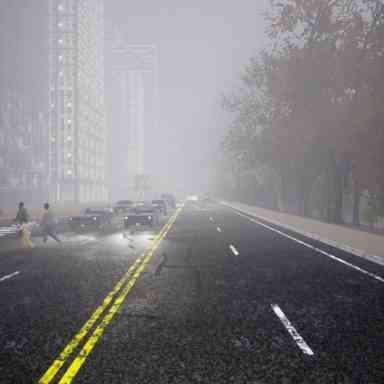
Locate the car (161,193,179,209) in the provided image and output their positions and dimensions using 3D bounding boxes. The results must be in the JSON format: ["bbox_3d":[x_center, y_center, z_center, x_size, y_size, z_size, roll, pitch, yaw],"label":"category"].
[{"bbox_3d":[-3.352,1.225,45.692,2.150,2.045,5.566,0,0,0],"label":"car"}]

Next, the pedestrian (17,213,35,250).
[{"bbox_3d":[-6.417,1.573,12.948,0.375,1.300,0.375,0,0,0],"label":"pedestrian"}]

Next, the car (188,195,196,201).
[{"bbox_3d":[-0.005,1.433,80.124,2.033,1.411,5.357,0,0,0],"label":"car"}]

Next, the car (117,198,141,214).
[{"bbox_3d":[-6.604,1.511,32.896,1.837,1.490,4.892,0,0,0],"label":"car"}]

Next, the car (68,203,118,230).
[{"bbox_3d":[-6.622,1.689,22.359,1.895,1.301,4.718,-1,0,0],"label":"car"}]

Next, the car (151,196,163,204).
[{"bbox_3d":[-6.561,1.533,62.478,1.812,1.442,4.674,0,0,0],"label":"car"}]

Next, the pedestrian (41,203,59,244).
[{"bbox_3d":[-6.090,1.308,14.234,0.375,1.860,0.375,0,0,0],"label":"pedestrian"}]

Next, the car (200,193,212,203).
[{"bbox_3d":[3.244,1.526,69.730,2.128,1.511,4.902,0,0,0],"label":"car"}]

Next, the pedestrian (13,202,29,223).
[{"bbox_3d":[-6.902,1.293,13.571,0.375,1.860,0.375,0,0,0],"label":"pedestrian"}]

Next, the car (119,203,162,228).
[{"bbox_3d":[-3.368,1.658,22.738,1.895,1.301,4.718,0,0,0],"label":"car"}]

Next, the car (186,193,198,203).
[{"bbox_3d":[-0.004,1.226,69.760,2.150,2.045,5.566,0,0,0],"label":"car"}]

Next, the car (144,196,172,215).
[{"bbox_3d":[-3.354,1.507,33.512,1.837,1.490,4.892,0,1,0],"label":"car"}]

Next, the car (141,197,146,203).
[{"bbox_3d":[-6.602,1.491,44.863,2.128,1.511,4.902,0,0,0],"label":"car"}]
